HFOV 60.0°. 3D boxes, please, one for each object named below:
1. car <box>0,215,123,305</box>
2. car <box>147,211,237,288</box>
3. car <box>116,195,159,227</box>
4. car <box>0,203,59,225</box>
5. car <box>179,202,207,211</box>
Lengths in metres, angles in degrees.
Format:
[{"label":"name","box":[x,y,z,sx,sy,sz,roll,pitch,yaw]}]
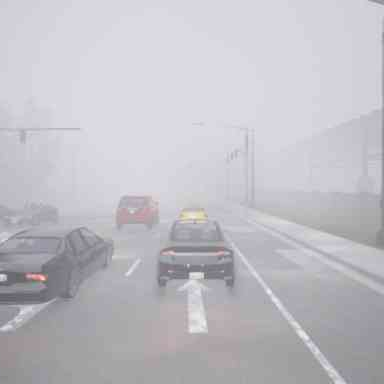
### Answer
[{"label":"car","box":[-3.400,1.567,8.400,2.033,1.411,5.357,0,0,0]},{"label":"car","box":[0.094,1.513,9.326,2.128,1.511,4.902,0,0,0]},{"label":"car","box":[-3.430,1.221,21.658,2.150,2.045,5.566,0,0,0]},{"label":"car","box":[-10.522,1.490,22.182,2.128,1.511,4.902,0,0,0]},{"label":"car","box":[0.087,1.452,22.635,1.801,1.575,5.366,0,0,0]}]
